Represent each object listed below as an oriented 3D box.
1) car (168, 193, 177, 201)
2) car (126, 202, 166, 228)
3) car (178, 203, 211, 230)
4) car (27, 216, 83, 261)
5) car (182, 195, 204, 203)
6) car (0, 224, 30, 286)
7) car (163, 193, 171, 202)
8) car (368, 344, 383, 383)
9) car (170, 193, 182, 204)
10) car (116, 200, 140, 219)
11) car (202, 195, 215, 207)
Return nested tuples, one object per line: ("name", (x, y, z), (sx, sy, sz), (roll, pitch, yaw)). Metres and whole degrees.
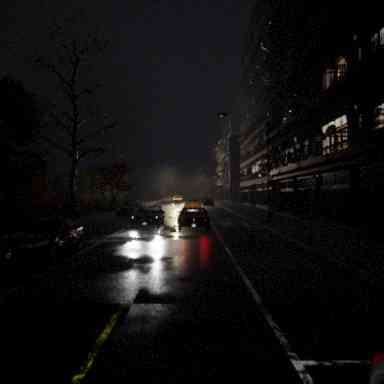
("car", (-5.296, 1.311, 89.804), (2.192, 1.841, 5.009), (1, 0, 0))
("car", (-2.848, 1.599, 22.241), (1.895, 1.301, 4.718), (0, 0, 0))
("car", (0.103, 1.599, 21.096), (1.895, 1.301, 4.718), (0, 0, 0))
("car", (-5.305, 1.581, 12.296), (1.802, 1.307, 4.206), (1, 0, 0))
("car", (0.104, 1.475, 39.485), (1.882, 1.535, 5.008), (0, 0, 0))
("car", (-5.306, 1.582, 6.759), (1.802, 1.307, 4.206), (1, 0, 0))
("car", (-5.299, 1.437, 73.195), (1.967, 1.590, 4.097), (1, 0, 0))
("car", (2.576, 1.440, 1.451), (1.967, 1.590, 4.097), (1, 0, 0))
("car", (-2.764, 1.474, 64.522), (1.882, 1.535, 5.008), (0, 0, 1))
("car", (-5.303, 1.438, 28.904), (1.967, 1.590, 4.097), (1, 0, 0))
("car", (2.578, 1.579, 51.355), (1.802, 1.307, 4.206), (1, 0, 0))
